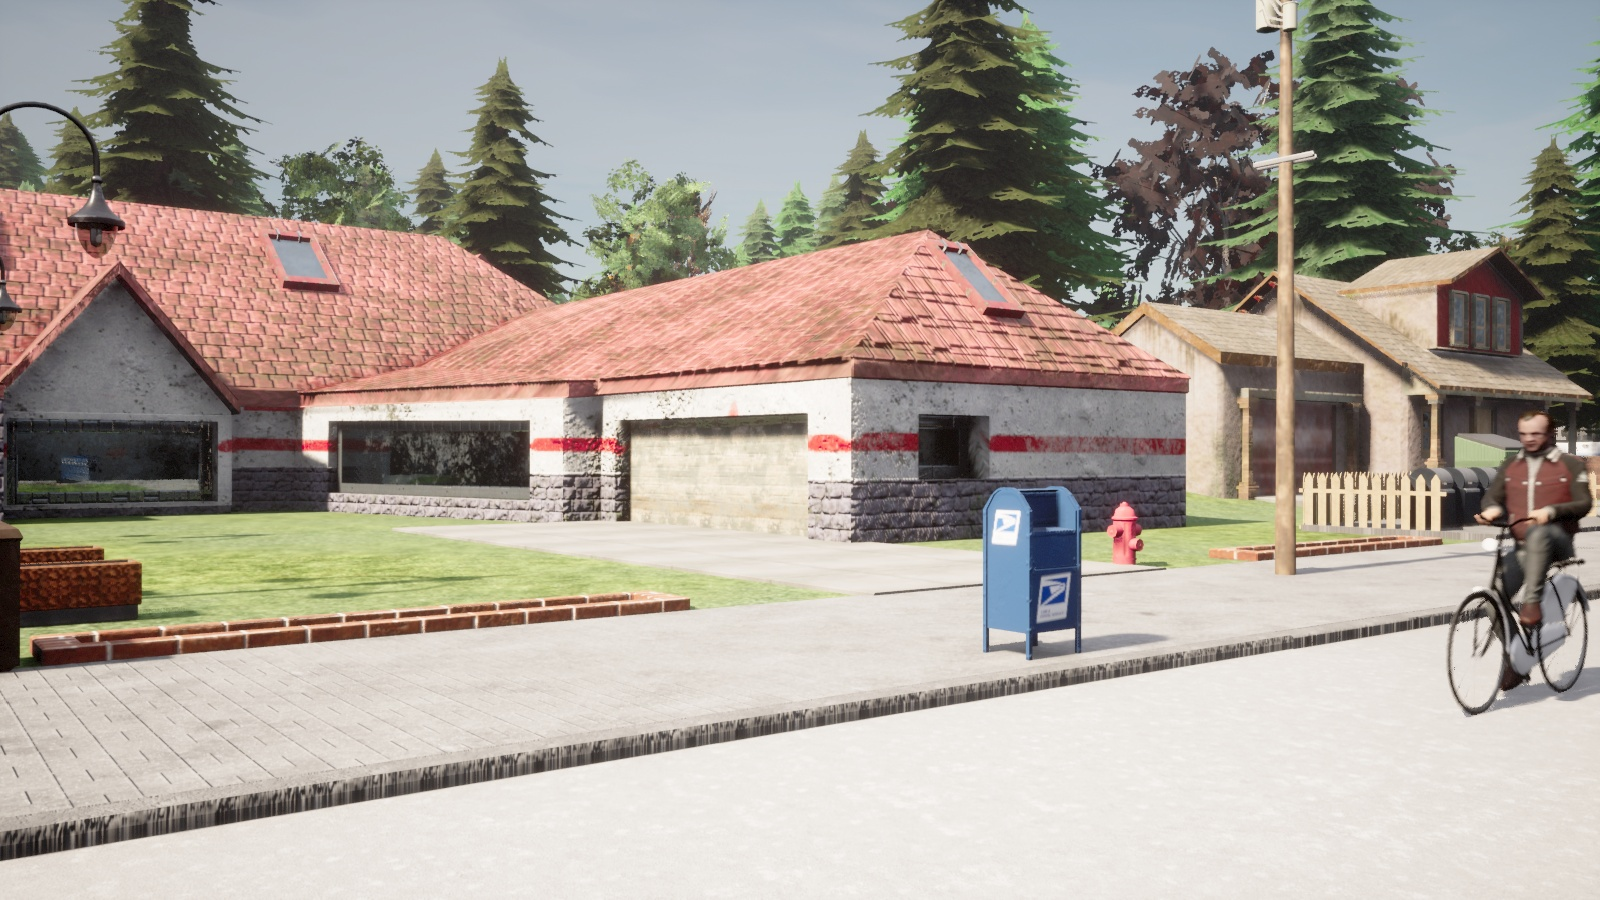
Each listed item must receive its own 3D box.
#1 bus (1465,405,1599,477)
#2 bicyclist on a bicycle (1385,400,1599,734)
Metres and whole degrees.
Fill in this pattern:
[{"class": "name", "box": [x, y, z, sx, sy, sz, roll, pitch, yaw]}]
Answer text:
[{"class": "bus", "box": [47.497, -0.542, 77.922, 3.944, 4.253, 10.273, 0, 0, -37]}, {"class": "bicyclist on a bicycle", "box": [4.292, 0.625, 7.500, 1.843, 1.776, 0.659, 0, 0, -37]}]
